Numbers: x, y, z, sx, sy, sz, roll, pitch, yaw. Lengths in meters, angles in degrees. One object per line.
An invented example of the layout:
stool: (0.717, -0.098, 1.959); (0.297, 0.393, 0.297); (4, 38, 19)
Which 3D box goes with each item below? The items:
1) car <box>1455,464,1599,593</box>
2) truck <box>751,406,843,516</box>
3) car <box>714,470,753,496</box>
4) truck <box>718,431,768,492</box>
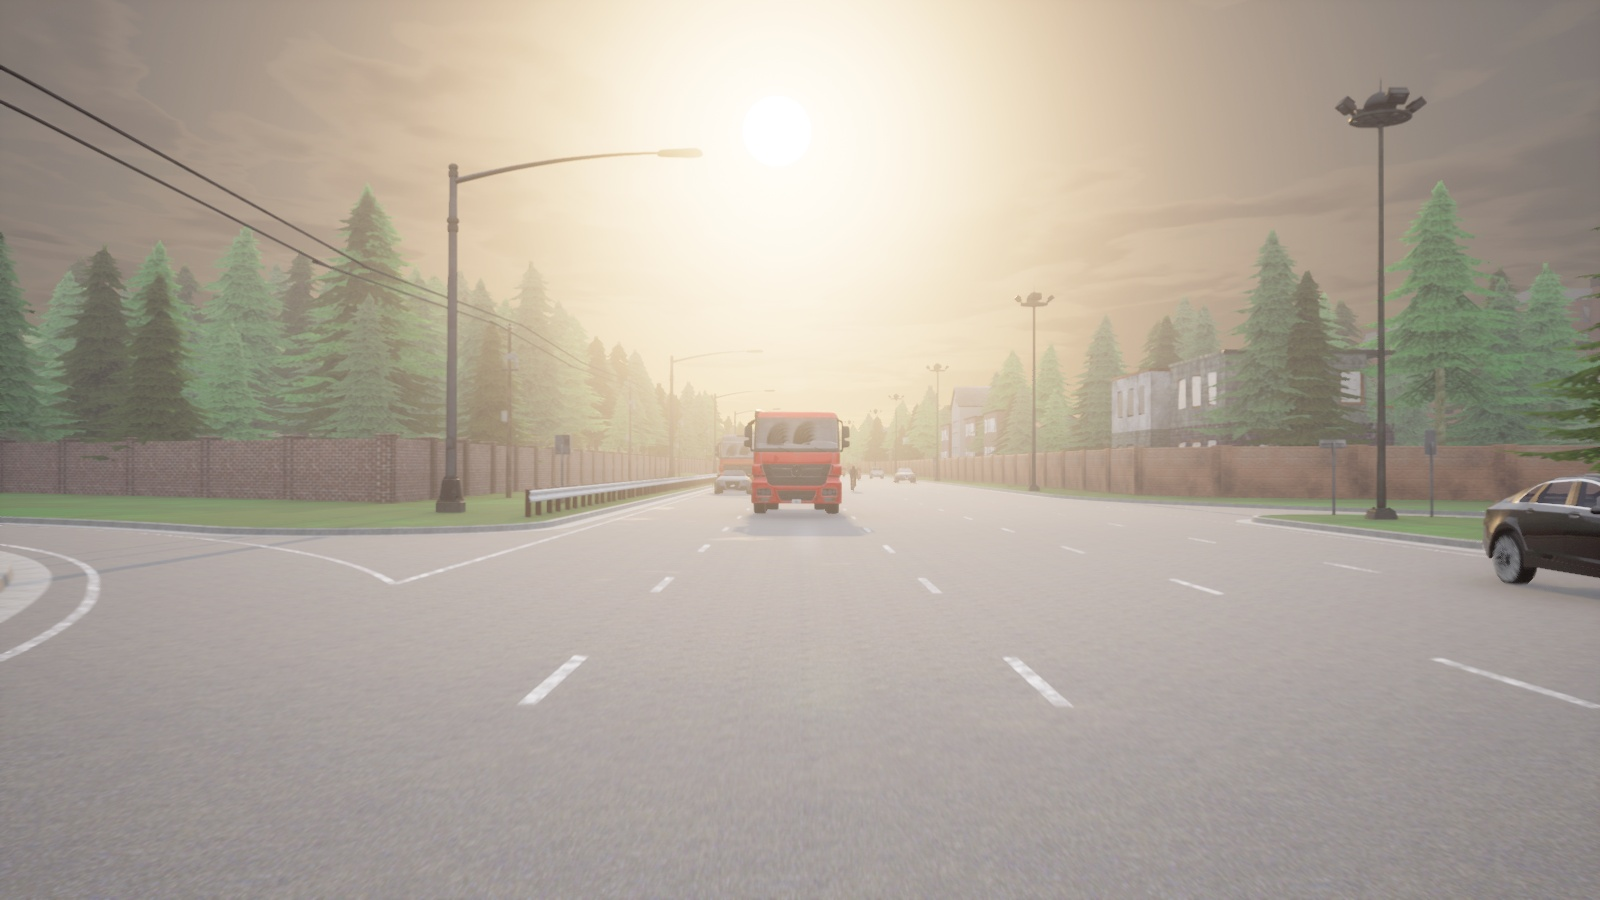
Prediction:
car: (10.463, 0.928, 15.549); (2.128, 1.511, 4.902); (0, -1, 0)
truck: (-0.108, 0.404, 43.585); (2.891, 3.462, 7.936); (0, -1, 0)
car: (-3.670, 1.816, 70.274); (1.994, 1.385, 4.181); (0, -1, -1)
truck: (-3.702, 0.757, 83.077); (2.891, 3.827, 8.468); (0, -1, 0)
